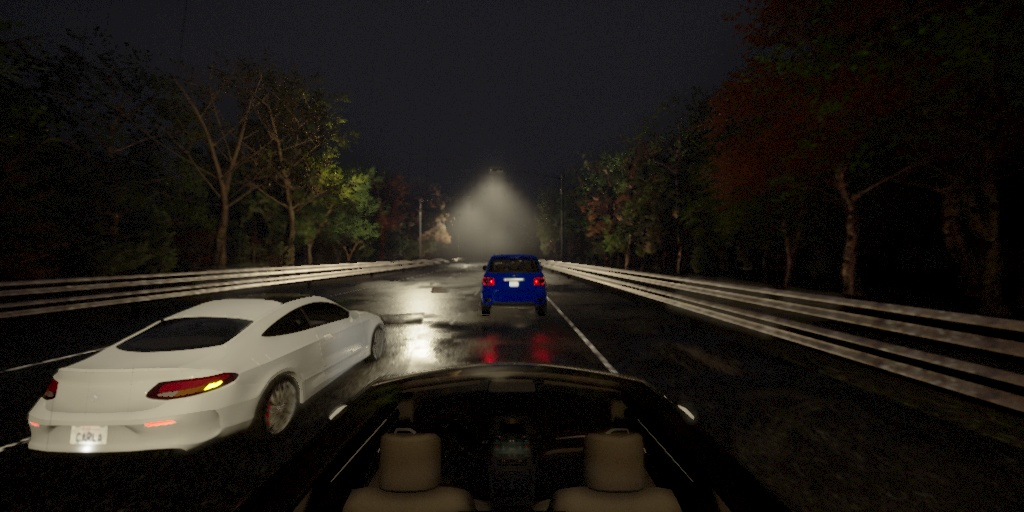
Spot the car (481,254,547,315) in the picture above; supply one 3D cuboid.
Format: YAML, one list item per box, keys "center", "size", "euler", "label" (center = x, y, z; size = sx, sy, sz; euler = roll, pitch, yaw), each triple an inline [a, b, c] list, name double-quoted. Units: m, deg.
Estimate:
- center: [0.040, 0.945, 13.590]
  size: [2.150, 2.045, 5.566]
  euler: [0, 0, 0]
  label: "car"

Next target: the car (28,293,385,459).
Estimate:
- center: [-3.402, 1.269, 5.188]
  size: [1.812, 1.442, 4.674]
  euler: [0, 0, 0]
  label: "car"
